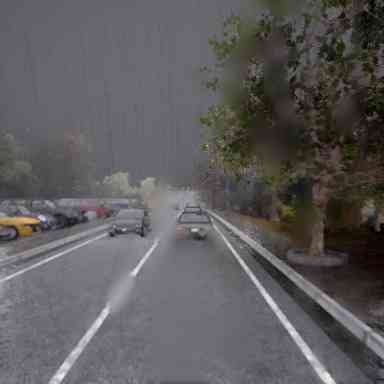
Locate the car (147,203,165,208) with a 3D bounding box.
[{"bbox_3d":[-10.278,3.862,94.580,4.892,1.521,2.231,0,-2,0],"label":"car"}]

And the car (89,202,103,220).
[{"bbox_3d":[-10.326,1.831,28.003,4.674,1.452,2.002,0,-1,0],"label":"car"}]

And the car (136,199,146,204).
[{"bbox_3d":[-10.339,1.999,50.198,5.566,2.045,2.435,0,-2,0],"label":"car"}]

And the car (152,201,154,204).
[{"bbox_3d":[-10.271,2.625,64.066,4.553,1.767,2.185,0,-2,0],"label":"car"}]

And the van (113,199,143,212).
[{"bbox_3d":[-10.192,2.124,52.972,4.442,1.987,1.878,0,-2,0],"label":"van"}]

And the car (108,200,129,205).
[{"bbox_3d":[-10.287,2.043,39.105,4.792,1.488,2.163,0,-1,0],"label":"car"}]

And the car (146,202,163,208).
[{"bbox_3d":[-10.317,3.629,91.807,4.553,1.767,2.185,0,-2,0],"label":"car"}]

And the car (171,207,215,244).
[{"bbox_3d":[0.102,1.653,16.241,2.033,1.411,5.357,0,-1,0],"label":"car"}]

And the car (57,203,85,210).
[{"bbox_3d":[-23.380,2.794,64.189,4.674,1.452,2.002,0,-2,0],"label":"car"}]

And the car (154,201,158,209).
[{"bbox_3d":[-10.115,2.848,66.836,5.366,1.575,1.946,0,-2,0],"label":"car"}]

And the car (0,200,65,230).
[{"bbox_3d":[-10.360,1.502,19.684,4.553,1.767,2.185,0,-1,0],"label":"car"}]

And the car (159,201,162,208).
[{"bbox_3d":[-10.110,3.148,75.159,5.366,1.575,1.946,0,-2,0],"label":"car"}]

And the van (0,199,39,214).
[{"bbox_3d":[-23.277,1.900,44.832,4.442,1.987,1.878,0,-1,0],"label":"van"}]

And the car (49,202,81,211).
[{"bbox_3d":[-23.378,2.653,61.421,5.008,1.535,2.097,0,-2,0],"label":"car"}]

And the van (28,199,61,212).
[{"bbox_3d":[-23.505,2.128,53.124,4.442,1.987,1.878,0,-2,0],"label":"van"}]

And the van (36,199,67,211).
[{"bbox_3d":[-23.504,2.224,55.767,4.442,1.987,1.878,0,-2,0],"label":"van"}]

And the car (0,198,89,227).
[{"bbox_3d":[-10.299,1.429,22.458,5.566,2.045,2.435,0,-1,0],"label":"car"}]

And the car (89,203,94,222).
[{"bbox_3d":[-10.355,1.765,25.229,4.792,1.488,2.163,0,-1,0],"label":"car"}]

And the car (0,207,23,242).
[{"bbox_3d":[-10.338,1.540,14.134,4.892,1.521,2.231,0,-1,0],"label":"car"}]

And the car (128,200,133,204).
[{"bbox_3d":[-10.318,2.109,41.882,4.674,1.452,2.002,0,-1,0],"label":"car"}]

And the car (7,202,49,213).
[{"bbox_3d":[-23.397,2.181,47.598,5.008,1.535,2.097,0,-1,0],"label":"car"}]

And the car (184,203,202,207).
[{"bbox_3d":[0.103,1.973,36.524,2.128,1.511,4.902,0,-1,0],"label":"car"}]

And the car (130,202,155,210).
[{"bbox_3d":[-10.293,2.952,69.610,4.892,1.521,2.231,0,-2,0],"label":"car"}]

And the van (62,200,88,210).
[{"bbox_3d":[-23.497,2.623,66.841,4.442,1.987,1.878,0,-2,0],"label":"van"}]

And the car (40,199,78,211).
[{"bbox_3d":[-23.357,2.298,58.537,5.566,2.045,2.435,0,-2,0],"label":"car"}]

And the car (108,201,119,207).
[{"bbox_3d":[-10.326,1.902,33.556,5.008,1.535,2.097,0,-1,0],"label":"car"}]

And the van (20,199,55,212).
[{"bbox_3d":[-23.274,2.023,50.223,4.442,1.987,1.878,0,-2,0],"label":"van"}]

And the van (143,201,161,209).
[{"bbox_3d":[-10.406,3.326,86.264,4.442,1.987,1.878,0,-2,0],"label":"van"}]

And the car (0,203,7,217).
[{"bbox_3d":[-23.393,1.961,36.520,4.892,1.521,2.231,0,-1,0],"label":"car"}]

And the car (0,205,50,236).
[{"bbox_3d":[-10.337,1.579,16.906,5.008,1.535,2.097,0,-1,0],"label":"car"}]

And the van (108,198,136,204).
[{"bbox_3d":[-10.197,1.898,44.663,4.442,1.987,1.878,0,-1,0],"label":"van"}]

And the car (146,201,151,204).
[{"bbox_3d":[-10.300,2.550,58.512,5.008,1.535,2.097,0,-2,0],"label":"car"}]

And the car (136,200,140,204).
[{"bbox_3d":[-10.341,2.209,47.439,4.792,1.488,2.163,0,-2,0],"label":"car"}]

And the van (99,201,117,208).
[{"bbox_3d":[-23.257,3.531,91.897,4.442,1.987,1.878,0,-2,0],"label":"van"}]

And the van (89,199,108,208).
[{"bbox_3d":[-10.439,1.621,30.784,4.442,1.987,1.878,0,-1,0],"label":"van"}]

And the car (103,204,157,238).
[{"bbox_3d":[-3.347,1.647,18.791,1.837,1.490,4.892,0,-1,0],"label":"car"}]

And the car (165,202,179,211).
[{"bbox_3d":[-3.300,2.638,60.206,1.837,1.490,4.892,0,-2,1],"label":"car"}]
